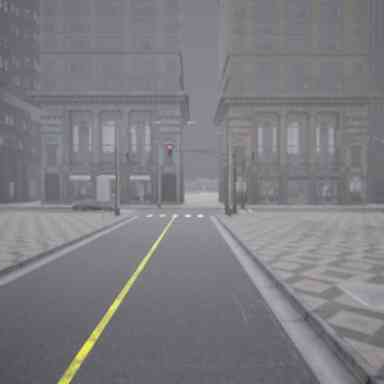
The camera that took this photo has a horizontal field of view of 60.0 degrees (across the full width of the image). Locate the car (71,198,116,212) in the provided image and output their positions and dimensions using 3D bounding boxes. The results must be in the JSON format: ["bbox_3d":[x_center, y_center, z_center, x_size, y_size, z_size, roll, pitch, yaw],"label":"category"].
[{"bbox_3d":[-10.082,1.408,34.609,4.674,1.442,1.812,1,1,0],"label":"car"}]
